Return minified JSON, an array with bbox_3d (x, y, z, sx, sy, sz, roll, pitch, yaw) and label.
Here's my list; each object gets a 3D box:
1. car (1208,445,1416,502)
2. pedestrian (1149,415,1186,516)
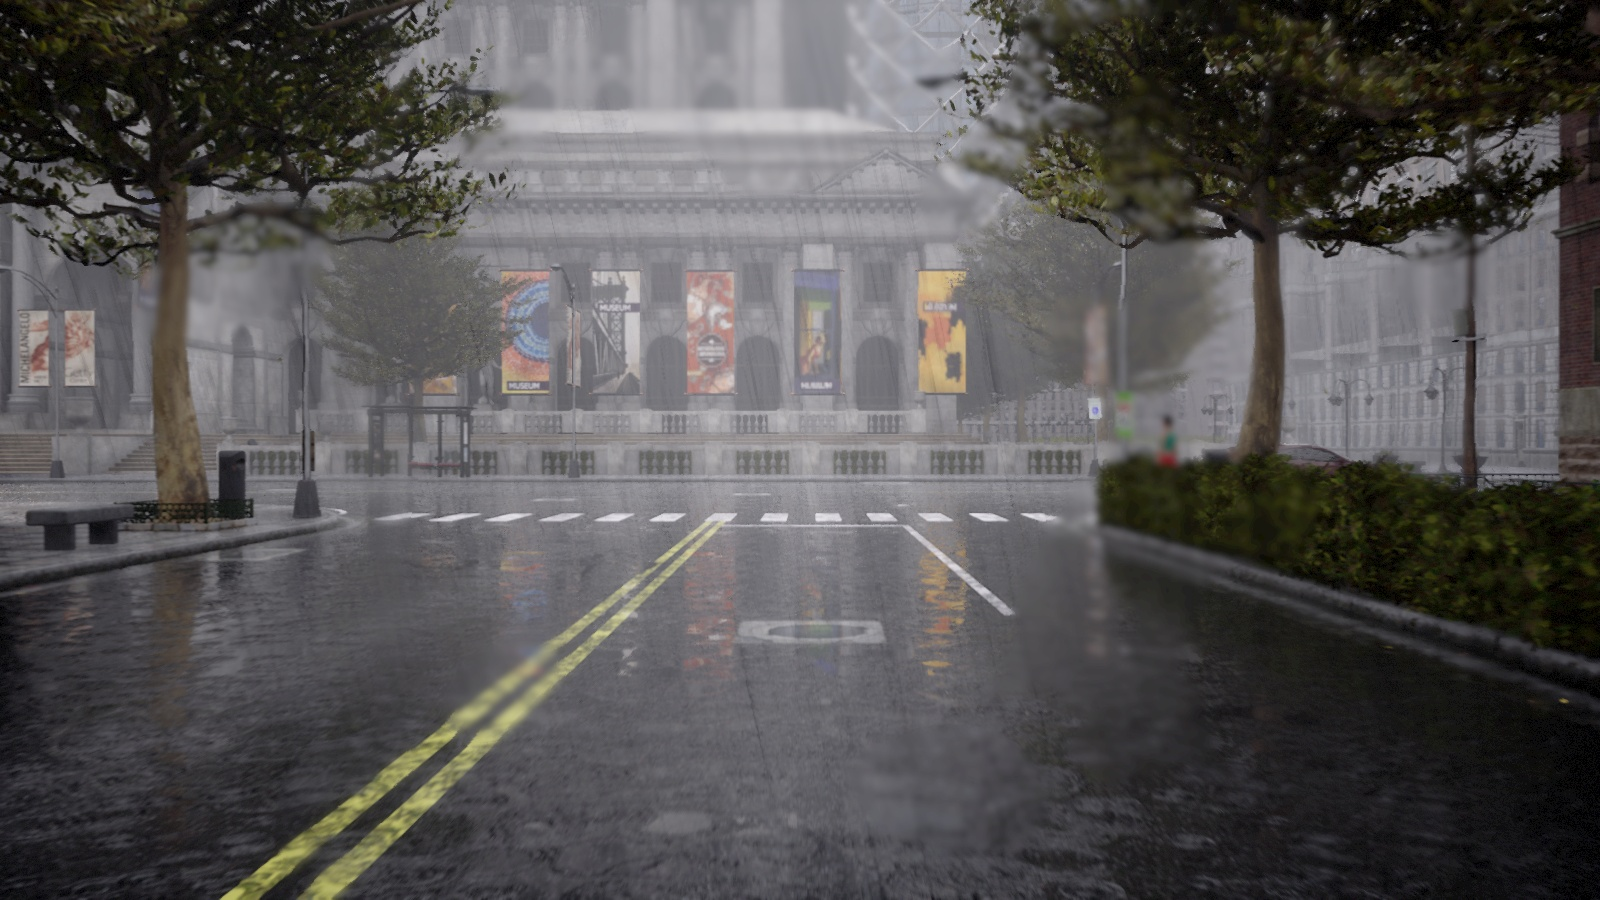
[{"bbox_3d":[13.248,0.599,32.658,4.674,1.442,1.812,0,0,0],"label":"car"},{"bbox_3d":[6.767,0.278,23.143,0.345,1.836,0.594,0,0,-26],"label":"pedestrian"}]
